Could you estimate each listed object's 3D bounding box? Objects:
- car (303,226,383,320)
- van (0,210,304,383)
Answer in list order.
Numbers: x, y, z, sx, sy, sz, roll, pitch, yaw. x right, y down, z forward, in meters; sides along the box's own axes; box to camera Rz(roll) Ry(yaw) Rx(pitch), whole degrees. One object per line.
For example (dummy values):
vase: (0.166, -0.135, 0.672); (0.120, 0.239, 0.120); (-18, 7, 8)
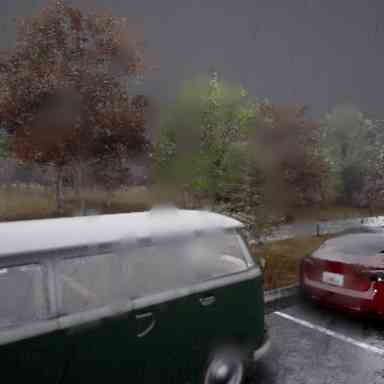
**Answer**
car: (4.278, 1.465, 7.049); (4.792, 1.488, 2.163); (-2, 1, -37)
van: (-1.063, 1.246, 3.320); (4.442, 1.987, 1.878); (-2, 1, -37)
